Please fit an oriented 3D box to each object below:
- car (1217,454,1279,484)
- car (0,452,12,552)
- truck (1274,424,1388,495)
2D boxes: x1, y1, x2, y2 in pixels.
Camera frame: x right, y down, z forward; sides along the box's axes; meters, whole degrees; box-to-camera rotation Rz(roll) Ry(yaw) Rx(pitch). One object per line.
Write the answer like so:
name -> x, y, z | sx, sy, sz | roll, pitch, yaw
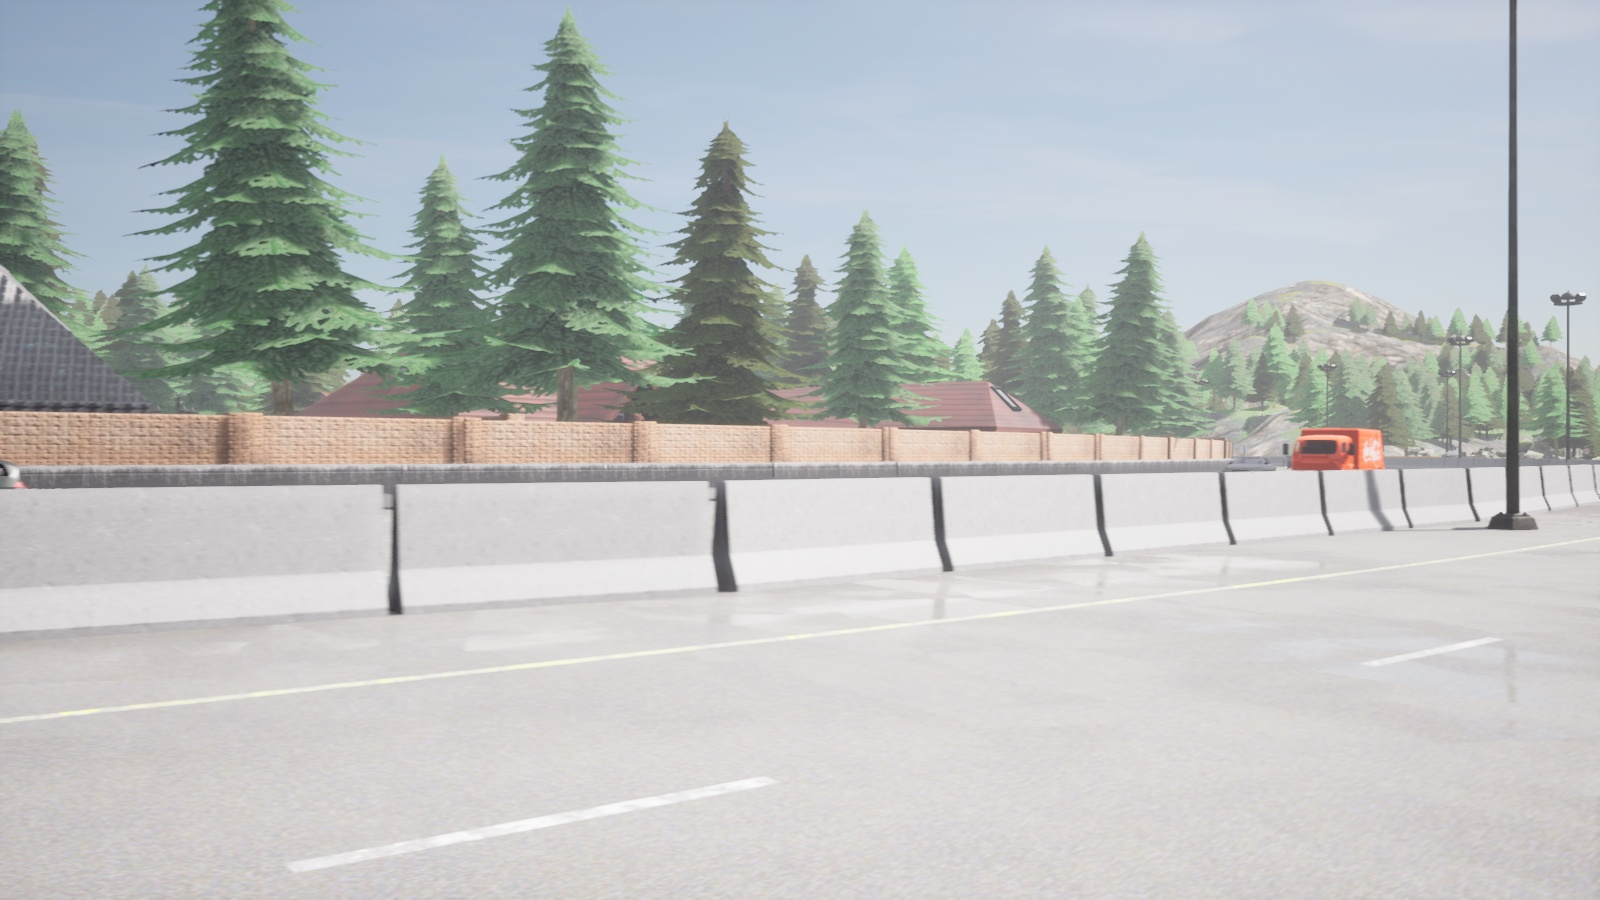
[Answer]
car -> 22.300, 0.916, 62.383 | 1.994, 1.385, 4.181 | 0, 0, 33
car -> -14.322, 0.802, 19.243 | 3.705, 1.549, 1.789 | 0, 0, -35
truck -> 19.858, 0.332, 46.856 | 2.627, 2.467, 5.204 | 0, 0, 38
